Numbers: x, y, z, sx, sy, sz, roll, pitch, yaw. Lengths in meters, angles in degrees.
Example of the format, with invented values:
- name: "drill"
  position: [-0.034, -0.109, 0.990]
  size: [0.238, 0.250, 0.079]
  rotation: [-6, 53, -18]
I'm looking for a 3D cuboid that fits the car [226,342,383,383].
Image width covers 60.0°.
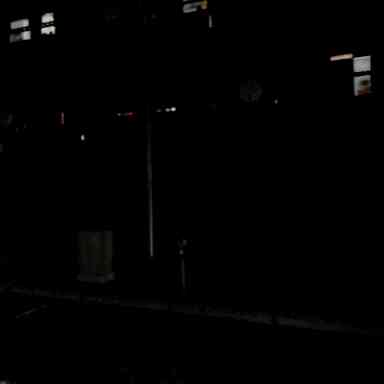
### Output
- name: "car"
  position: [2.460, 1.584, 1.945]
  size: [4.674, 1.442, 1.812]
  rotation: [0, -1, 17]
